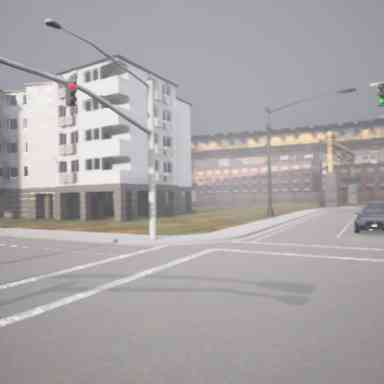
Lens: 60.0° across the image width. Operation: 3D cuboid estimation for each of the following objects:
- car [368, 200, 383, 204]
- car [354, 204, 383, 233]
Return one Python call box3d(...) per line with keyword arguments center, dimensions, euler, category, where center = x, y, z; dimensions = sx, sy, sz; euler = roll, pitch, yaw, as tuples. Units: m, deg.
box3d(center=(15.515, 1.621, 28.204), dimensions=(1.994, 1.385, 4.181), euler=(-2, -1, 29), category="car")
box3d(center=(10.655, 1.613, 19.460), dimensions=(1.994, 1.385, 4.181), euler=(-2, -1, 29), category="car")
